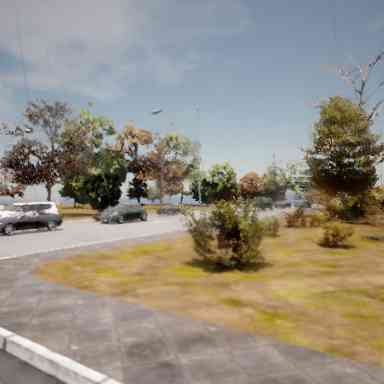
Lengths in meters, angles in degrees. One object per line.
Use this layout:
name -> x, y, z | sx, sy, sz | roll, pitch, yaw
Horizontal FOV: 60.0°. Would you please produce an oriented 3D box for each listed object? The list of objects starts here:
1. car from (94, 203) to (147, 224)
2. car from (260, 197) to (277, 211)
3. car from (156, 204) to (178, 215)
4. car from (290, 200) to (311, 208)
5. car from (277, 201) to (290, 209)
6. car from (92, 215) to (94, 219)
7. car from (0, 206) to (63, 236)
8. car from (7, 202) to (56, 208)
car -> -6.150, 1.861, 30.100 | 2.097, 1.767, 4.553 | -2, -1, 33
car -> 10.129, 1.740, 49.027 | 2.150, 2.045, 5.566 | -2, -2, 33
car -> -2.551, 2.266, 42.318 | 1.895, 1.301, 4.718 | -2, -1, 32
car -> 18.517, 2.057, 55.672 | 1.994, 1.385, 4.181 | -2, -2, 33
car -> 15.800, 2.208, 57.918 | 1.895, 1.301, 4.718 | -2, -2, 33
car -> -7.994, 2.188, 33.694 | 1.994, 1.385, 4.181 | -2, -1, 33
car -> -11.185, 1.988, 22.435 | 2.128, 1.511, 4.902 | -2, -1, 34
car -> -13.102, 1.830, 25.828 | 2.150, 2.045, 5.566 | -2, -1, 33
